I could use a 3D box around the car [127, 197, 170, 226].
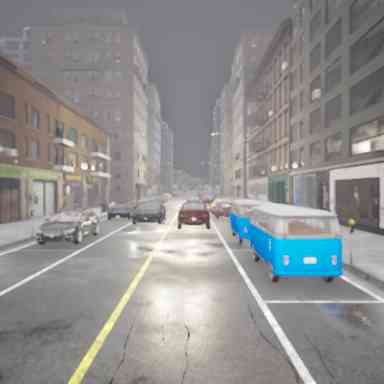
[{"bbox_3d":[-2.786,1.334,22.571,1.882,1.535,5.008,0,0,0],"label":"car"}]

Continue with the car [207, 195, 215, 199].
[{"bbox_3d":[2.649,1.322,32.177,1.752,1.417,4.829,0,0,0],"label":"car"}]

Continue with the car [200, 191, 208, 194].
[{"bbox_3d":[2.658,1.092,54.736,1.967,1.590,4.097,0,0,0],"label":"car"}]

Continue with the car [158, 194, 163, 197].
[{"bbox_3d":[-5.372,1.274,43.374,2.008,1.369,4.403,0,0,0],"label":"car"}]

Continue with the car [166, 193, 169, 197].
[{"bbox_3d":[-5.367,1.216,54.739,1.947,1.339,4.313,0,0,0],"label":"car"}]

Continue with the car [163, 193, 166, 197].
[{"bbox_3d":[-5.369,1.232,49.057,1.887,1.381,4.507,0,0,0],"label":"car"}]

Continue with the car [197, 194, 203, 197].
[{"bbox_3d":[0.109,1.328,43.059,1.895,1.301,4.718,0,0,0],"label":"car"}]

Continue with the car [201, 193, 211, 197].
[{"bbox_3d":[2.656,1.234,49.054,1.887,1.381,4.507,0,0,0],"label":"car"}]

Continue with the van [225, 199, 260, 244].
[{"bbox_3d":[2.642,1.247,14.960,1.690,1.788,3.998,0,0,0],"label":"van"}]

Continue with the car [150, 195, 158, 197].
[{"bbox_3d":[-5.374,1.305,37.692,1.887,1.381,4.507,0,0,0],"label":"car"}]

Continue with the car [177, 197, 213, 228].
[{"bbox_3d":[0.108,1.345,20.917,1.882,1.535,5.008,0,0,0],"label":"car"}]

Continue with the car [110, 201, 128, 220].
[{"bbox_3d":[-5.378,1.398,26.328,1.947,1.339,4.313,0,0,0],"label":"car"}]

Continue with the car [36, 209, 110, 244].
[{"bbox_3d":[-5.383,1.455,14.964,2.008,1.369,4.403,0,0,0],"label":"car"}]

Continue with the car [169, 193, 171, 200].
[{"bbox_3d":[-5.365,1.054,60.420,1.967,1.590,4.097,0,0,0],"label":"car"}]

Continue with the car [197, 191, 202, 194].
[{"bbox_3d":[2.665,0.857,71.781,2.192,1.841,5.009,0,0,0],"label":"car"}]

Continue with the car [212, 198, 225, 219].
[{"bbox_3d":[2.647,1.416,26.325,1.802,1.307,4.206,0,0,0],"label":"car"}]

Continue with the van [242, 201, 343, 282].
[{"bbox_3d":[2.640,1.283,9.277,1.690,1.788,3.998,0,0,0],"label":"van"}]

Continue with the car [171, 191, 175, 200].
[{"bbox_3d":[-5.360,0.980,71.784,1.967,1.590,4.097,0,0,0],"label":"car"}]
